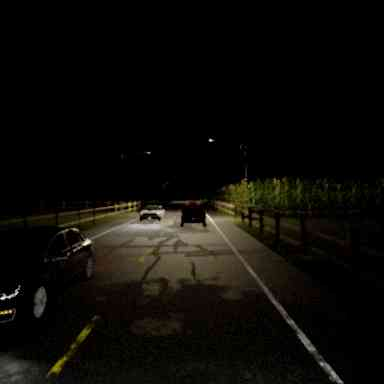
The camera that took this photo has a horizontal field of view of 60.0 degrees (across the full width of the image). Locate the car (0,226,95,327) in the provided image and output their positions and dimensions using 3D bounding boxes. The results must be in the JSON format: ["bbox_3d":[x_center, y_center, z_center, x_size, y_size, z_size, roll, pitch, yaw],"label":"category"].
[{"bbox_3d":[-3.591,1.580,7.385,1.837,1.490,4.892,0,0,0],"label":"car"}]

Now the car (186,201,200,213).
[{"bbox_3d":[0.098,1.994,44.456,1.812,1.442,4.674,0,0,0],"label":"car"}]

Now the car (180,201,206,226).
[{"bbox_3d":[0.100,1.744,25.952,1.882,1.535,5.008,0,0,0],"label":"car"}]

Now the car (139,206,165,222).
[{"bbox_3d":[-3.533,1.912,30.057,1.895,1.301,4.718,0,-1,0],"label":"car"}]
